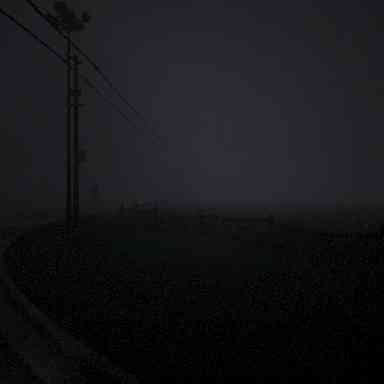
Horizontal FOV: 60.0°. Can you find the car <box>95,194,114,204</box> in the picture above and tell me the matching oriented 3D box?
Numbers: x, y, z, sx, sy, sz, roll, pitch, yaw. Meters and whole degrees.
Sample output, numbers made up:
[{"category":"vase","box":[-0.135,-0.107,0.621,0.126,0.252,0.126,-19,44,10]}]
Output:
[{"category":"car","box":[-16.787,1.556,65.700,2.033,1.411,5.357,0,0,4]}]

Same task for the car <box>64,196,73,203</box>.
[{"category":"car","box":[-23.769,1.490,66.203,1.837,1.490,4.892,0,0,4]}]

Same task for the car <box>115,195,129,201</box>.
[{"category":"car","box":[-16.039,1.394,76.093,1.994,1.385,4.181,0,0,4]}]

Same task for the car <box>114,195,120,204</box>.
[{"category":"car","box":[-13.258,1.360,65.973,2.097,1.767,4.553,0,0,4]}]

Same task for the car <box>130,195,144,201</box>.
[{"category":"car","box":[-12.548,1.381,75.842,2.033,1.411,5.357,0,0,4]}]

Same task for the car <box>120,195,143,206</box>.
[{"category":"car","box":[-10.321,1.511,56.647,1.837,1.490,4.892,0,0,4]}]

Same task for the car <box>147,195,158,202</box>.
[{"category":"car","box":[-9.030,1.486,75.936,1.882,1.535,5.008,0,0,4]}]

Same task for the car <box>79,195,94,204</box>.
[{"category":"car","box":[-20.278,1.486,65.952,1.882,1.535,5.008,0,0,4]}]

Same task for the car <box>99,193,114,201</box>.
[{"category":"car","box":[-19.532,1.197,76.315,2.097,1.767,4.553,0,0,4]}]

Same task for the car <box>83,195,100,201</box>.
[{"category":"car","box":[-23.021,1.382,76.596,2.033,1.411,5.357,0,0,4]}]
